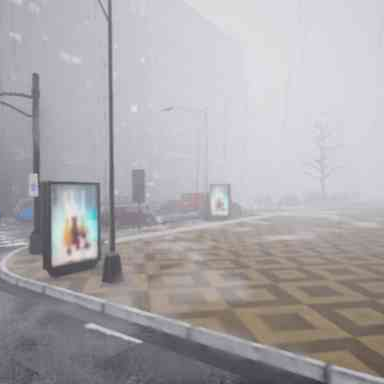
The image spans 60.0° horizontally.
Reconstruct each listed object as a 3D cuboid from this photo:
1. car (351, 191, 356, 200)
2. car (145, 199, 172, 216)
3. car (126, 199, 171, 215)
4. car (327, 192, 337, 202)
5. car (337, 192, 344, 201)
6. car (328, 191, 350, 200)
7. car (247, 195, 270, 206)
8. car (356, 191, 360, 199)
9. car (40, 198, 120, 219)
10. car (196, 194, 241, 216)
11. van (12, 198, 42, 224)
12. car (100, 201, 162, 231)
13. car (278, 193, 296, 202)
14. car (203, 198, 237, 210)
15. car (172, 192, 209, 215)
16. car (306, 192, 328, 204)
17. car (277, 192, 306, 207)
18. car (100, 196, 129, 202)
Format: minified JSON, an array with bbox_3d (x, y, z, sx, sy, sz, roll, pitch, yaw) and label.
[{"bbox_3d":[31.704,0.953,68.469,2.008,1.369,4.403,-1,0,36],"label":"car"},{"bbox_3d":[-2.345,1.382,31.315,1.812,1.442,4.674,-1,0,36],"label":"car"},{"bbox_3d":[-4.255,1.440,33.090,1.887,1.381,4.507,-1,0,36],"label":"car"},{"bbox_3d":[21.980,1.062,55.037,1.887,1.381,4.507,-1,0,36],"label":"car"},{"bbox_3d":[25.222,1.061,59.514,1.802,1.307,4.206,-1,0,36],"label":"car"},{"bbox_3d":[28.460,0.755,63.992,2.192,1.841,5.009,-1,0,36],"label":"car"},{"bbox_3d":[9.535,1.197,47.636,2.128,1.511,4.902,-1,0,37],"label":"car"},{"bbox_3d":[34.946,0.946,72.946,1.802,1.307,4.206,-1,0,36],"label":"car"},{"bbox_3d":[-7.911,1.407,23.621,1.882,1.535,5.008,-1,0,37],"label":"car"},{"bbox_3d":[2.530,1.200,28.174,1.967,1.590,4.097,-1,0,36],"label":"car"},{"bbox_3d":[-10.740,1.322,24.134,1.690,1.788,3.998,-1,0,36],"label":"van"},{"bbox_3d":[-3.951,1.427,19.219,1.802,1.307,4.206,-1,0,36],"label":"car"},{"bbox_3d":[18.434,1.054,64.429,1.967,1.590,4.097,-1,0,36],"label":"car"},{"bbox_3d":[3.364,1.383,39.197,1.895,1.301,4.718,-1,0,36],"label":"car"},{"bbox_3d":[1.040,1.016,30.569,2.150,2.045,5.566,-1,0,36],"label":"car"},{"bbox_3d":[18.739,1.107,50.560,2.008,1.369,4.403,-1,0,36],"label":"car"},{"bbox_3d":[12.254,1.076,41.605,1.967,1.590,4.097,-1,0,36],"label":"car"},{"bbox_3d":[-7.499,1.253,28.612,2.192,1.841,5.009,-1,0,36],"label":"car"}]
